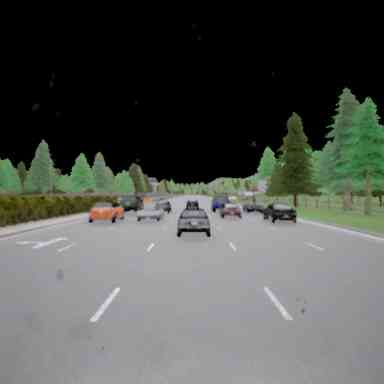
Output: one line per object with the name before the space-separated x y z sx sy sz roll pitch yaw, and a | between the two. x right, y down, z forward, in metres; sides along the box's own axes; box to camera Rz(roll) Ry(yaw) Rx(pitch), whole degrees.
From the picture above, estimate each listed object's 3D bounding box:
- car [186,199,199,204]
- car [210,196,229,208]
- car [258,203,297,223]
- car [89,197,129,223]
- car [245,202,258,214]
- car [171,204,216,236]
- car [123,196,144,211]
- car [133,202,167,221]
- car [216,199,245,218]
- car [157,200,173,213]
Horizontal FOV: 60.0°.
car | 0.093 1.785 52.156 1.882 1.535 5.008 0 0 0
car | 3.597 1.472 42.252 2.150 2.045 5.566 0 0 -1
car | 7.006 1.636 27.081 1.882 1.535 5.008 0 0 0
car | -6.903 1.515 27.458 2.097 1.767 4.553 0 0 0
car | 7.034 1.831 39.214 1.895 1.301 4.718 0 0 1
car | 0.098 1.662 19.307 2.033 1.411 5.357 0 0 0
car | -6.976 1.456 39.127 2.150 2.045 5.566 0 0 1
car | -3.485 1.770 28.557 1.895 1.301 4.718 0 0 0
car | 3.600 1.714 31.955 1.812 1.442 4.674 0 0 0
car | -3.461 1.732 40.641 2.128 1.511 4.902 0 0 1
